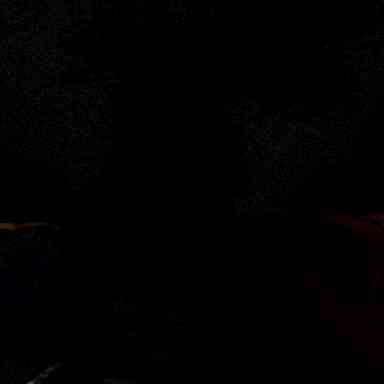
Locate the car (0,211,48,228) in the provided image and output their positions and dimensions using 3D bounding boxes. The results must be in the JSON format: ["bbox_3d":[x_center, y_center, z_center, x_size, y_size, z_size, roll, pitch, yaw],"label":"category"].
[{"bbox_3d":[-4.905,1.494,8.812,1.946,1.575,5.366,0,-1,16],"label":"car"}]

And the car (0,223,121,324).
[{"bbox_3d":[-2.435,1.525,7.286,2.163,1.488,4.792,0,-1,16],"label":"car"}]

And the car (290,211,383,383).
[{"bbox_3d":[2.403,1.236,3.820,2.435,2.045,5.566,0,-1,16],"label":"car"}]

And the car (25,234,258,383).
[{"bbox_3d":[-0.025,1.520,5.492,2.163,1.488,4.792,0,-1,16],"label":"car"}]

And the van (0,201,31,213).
[{"bbox_3d":[-7.300,1.276,10.618,1.878,1.987,4.442,0,-1,16],"label":"van"}]
